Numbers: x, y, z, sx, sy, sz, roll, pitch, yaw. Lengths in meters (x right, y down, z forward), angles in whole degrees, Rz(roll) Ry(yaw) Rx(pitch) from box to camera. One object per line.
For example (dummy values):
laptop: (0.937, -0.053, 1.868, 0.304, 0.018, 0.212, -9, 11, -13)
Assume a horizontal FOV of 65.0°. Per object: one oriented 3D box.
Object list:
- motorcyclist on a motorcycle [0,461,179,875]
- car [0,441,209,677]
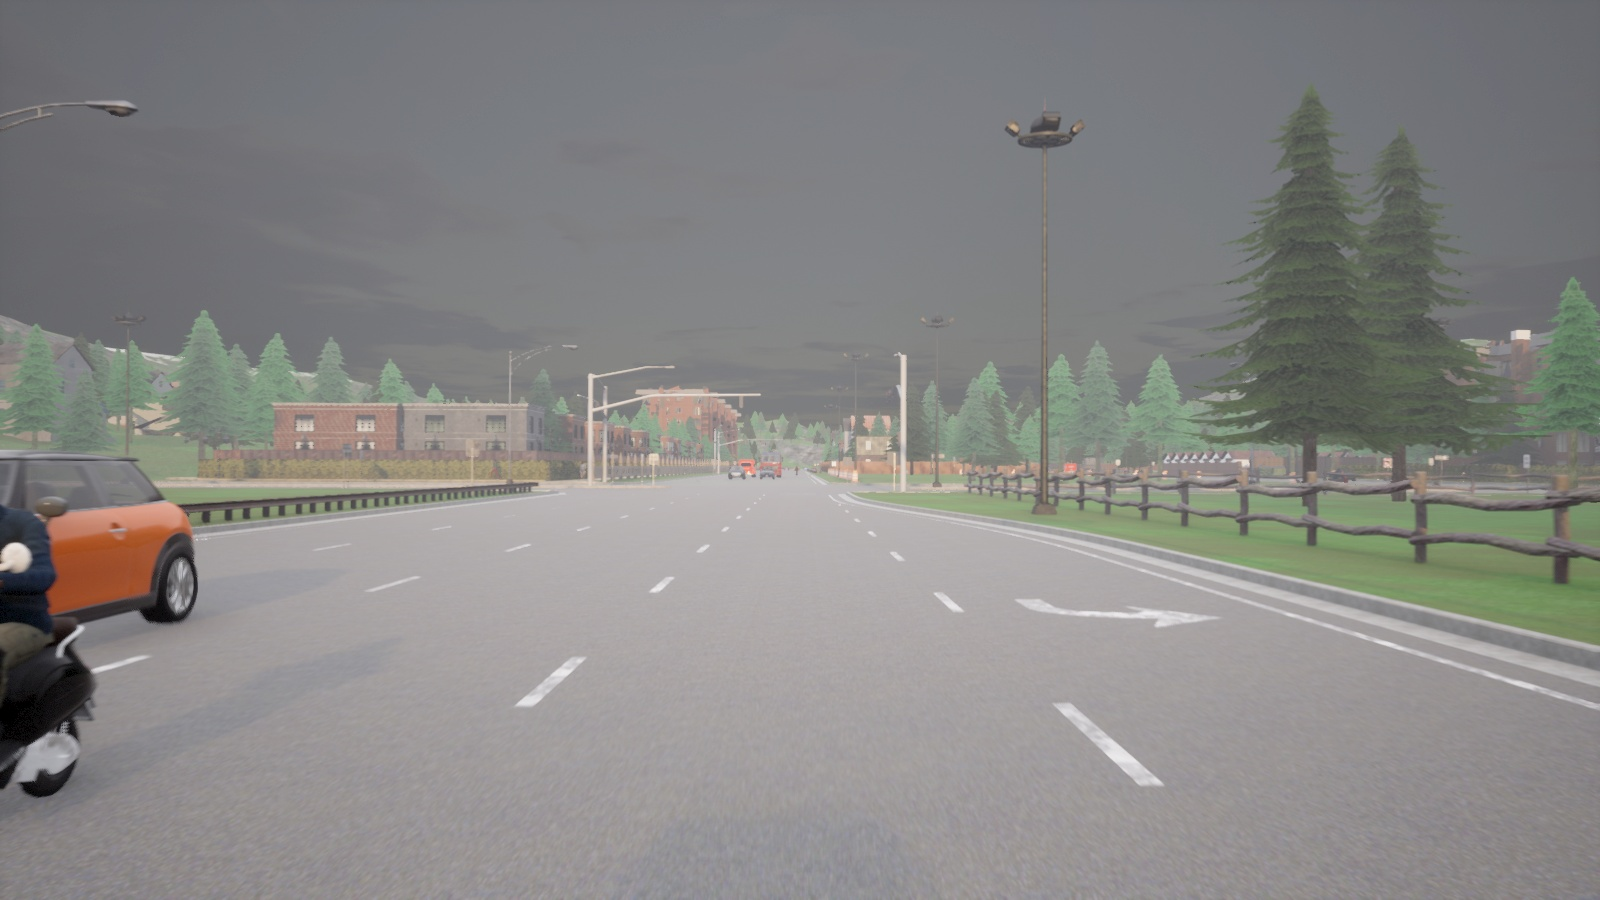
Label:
motorcyclist on a motorcycle: (-3.511, 0.845, 5.314, 0.866, 1.590, 1.817, 0, -1, 0)
car: (-7.026, 0.831, 10.438, 2.097, 1.767, 4.553, 0, -1, 0)
